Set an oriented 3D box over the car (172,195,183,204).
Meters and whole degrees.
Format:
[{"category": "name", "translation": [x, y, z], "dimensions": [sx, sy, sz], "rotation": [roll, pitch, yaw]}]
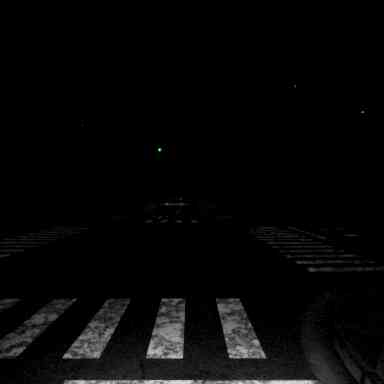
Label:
[{"category": "car", "translation": [-2.987, 1.497, 69.271], "dimensions": [2.097, 1.767, 4.553], "rotation": [0, 0, 0]}]
